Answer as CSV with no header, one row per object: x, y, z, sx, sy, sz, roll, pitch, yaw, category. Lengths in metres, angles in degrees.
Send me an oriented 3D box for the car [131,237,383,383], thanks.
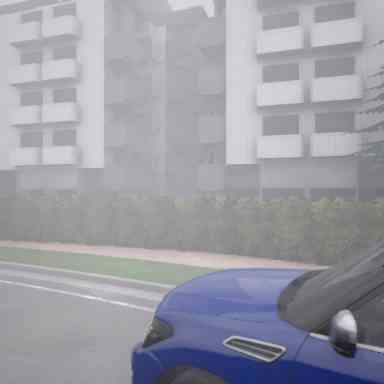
2.126,1.223,2.271,5.566,2.045,2.150,0,0,34,car
